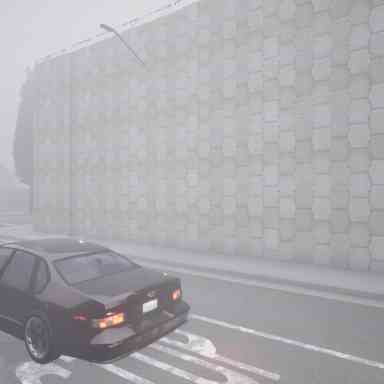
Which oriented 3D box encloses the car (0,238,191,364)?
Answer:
[{"bbox_3d":[-2.602,1.547,5.834,5.357,1.411,2.033,0,0,35],"label":"car"}]
